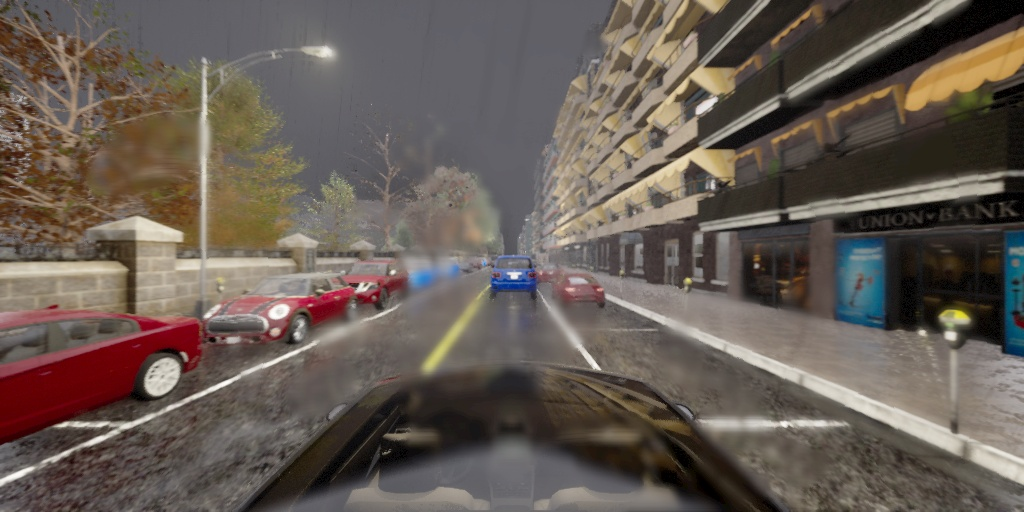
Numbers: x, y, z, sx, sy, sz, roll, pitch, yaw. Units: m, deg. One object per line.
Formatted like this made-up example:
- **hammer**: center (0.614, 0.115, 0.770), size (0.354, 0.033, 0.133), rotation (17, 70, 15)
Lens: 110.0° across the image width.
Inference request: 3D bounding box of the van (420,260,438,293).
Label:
- **van**: center (-5.681, 1.120, 20.588), size (1.690, 1.789, 3.998), rotation (0, 0, 0)

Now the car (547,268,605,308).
- **car**: center (2.697, 1.351, 14.955), size (1.802, 1.307, 4.207), rotation (0, 0, 0)

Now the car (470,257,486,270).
- **car**: center (-5.668, 1.157, 54.370), size (2.192, 1.841, 5.009), rotation (0, 0, 0)

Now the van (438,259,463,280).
- **van**: center (-5.677, 1.139, 31.850), size (1.690, 1.789, 3.998), rotation (0, 0, 0)

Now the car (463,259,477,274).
- **car**: center (-5.673, 1.384, 43.110), size (1.948, 1.339, 4.313), rotation (0, 0, 0)

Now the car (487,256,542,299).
- **car**: center (0.107, 0.998, 18.215), size (2.150, 2.045, 5.566), rotation (0, 0, 0)

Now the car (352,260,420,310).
- **car**: center (-5.683, 1.085, 14.958), size (2.192, 1.841, 5.009), rotation (0, 0, 0)

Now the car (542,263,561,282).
- **car**: center (2.701, 1.228, 26.216), size (1.967, 1.591, 4.097), rotation (0, 0, 0)

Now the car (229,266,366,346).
- **car**: center (-5.685, 1.200, 9.327), size (1.967, 1.591, 4.097), rotation (0, 0, 0)

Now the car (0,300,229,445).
- **car**: center (-5.687, 1.297, 3.699), size (1.888, 1.381, 4.507), rotation (0, 0, 0)
